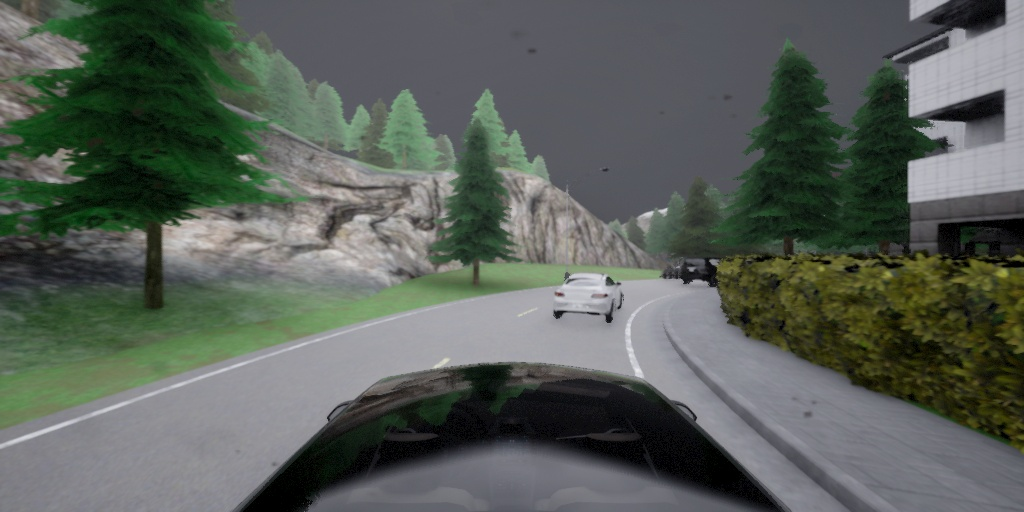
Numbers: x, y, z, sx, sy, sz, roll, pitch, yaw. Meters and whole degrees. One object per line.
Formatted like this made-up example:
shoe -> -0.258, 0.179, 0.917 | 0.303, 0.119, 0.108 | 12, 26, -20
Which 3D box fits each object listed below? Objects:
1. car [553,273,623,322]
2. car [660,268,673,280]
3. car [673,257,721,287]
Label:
car -> 2.733, 1.297, 12.469 | 1.812, 1.442, 4.674 | 0, 0, 22
car -> 15.319, 1.428, 31.314 | 5.357, 1.411, 2.033 | 1, 0, -31
car -> 14.666, 1.097, 26.483 | 5.566, 2.045, 2.150 | 1, 0, -36
